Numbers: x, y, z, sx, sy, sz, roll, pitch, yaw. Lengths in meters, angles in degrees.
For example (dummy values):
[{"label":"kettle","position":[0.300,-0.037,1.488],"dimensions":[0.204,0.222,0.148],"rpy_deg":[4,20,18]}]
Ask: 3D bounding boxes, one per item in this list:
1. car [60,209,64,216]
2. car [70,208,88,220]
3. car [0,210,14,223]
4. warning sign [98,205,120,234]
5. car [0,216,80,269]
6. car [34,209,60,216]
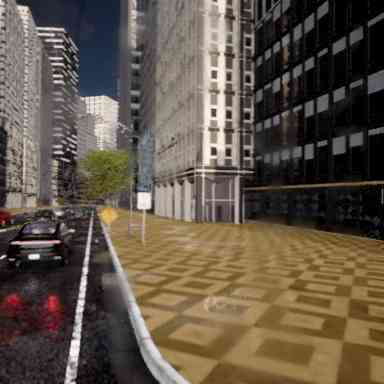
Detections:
[{"label":"car","position":[-19.227,3.021,46.918],"dimensions":[1.895,1.301,4.718],"rpy_deg":[1,-2,-16]},{"label":"car","position":[-14.415,2.792,42.455],"dimensions":[2.128,1.511,4.902],"rpy_deg":[1,-2,-16]},{"label":"car","position":[-17.874,2.389,30.573],"dimensions":[1.882,1.535,5.008],"rpy_deg":[1,-2,-16]},{"label":"warning sign","position":[-5.495,1.807,22.020],"dimensions":[1.300,1.860,1.060],"rpy_deg":[2,-1,-16]},{"label":"car","position":[-5.668,1.894,12.829],"dimensions":[2.128,1.511,4.902],"rpy_deg":[1,-2,-16]},{"label":"car","position":[-16.245,2.624,36.977],"dimensions":[1.837,1.490,4.892],"rpy_deg":[1,-2,-16]}]
